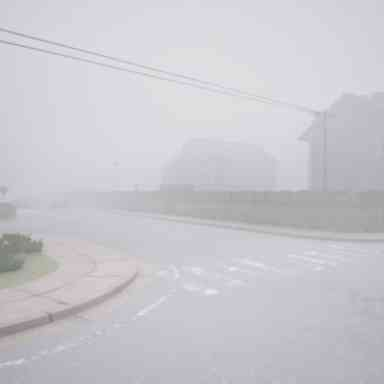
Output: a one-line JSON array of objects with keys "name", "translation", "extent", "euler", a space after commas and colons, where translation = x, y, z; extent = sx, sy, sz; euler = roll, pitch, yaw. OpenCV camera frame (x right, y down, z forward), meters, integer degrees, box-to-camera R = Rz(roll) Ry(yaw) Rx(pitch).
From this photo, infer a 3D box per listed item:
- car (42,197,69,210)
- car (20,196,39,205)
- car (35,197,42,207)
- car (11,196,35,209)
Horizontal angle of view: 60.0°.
[{"name": "car", "translation": [-17.328, 1.480, 42.804], "extent": [2.128, 1.511, 4.902], "euler": [0, 0, -35]}, {"name": "car", "translation": [-28.264, 1.480, 57.895], "extent": [2.128, 1.511, 4.902], "euler": [0, 0, -36]}, {"name": "car", "translation": [-23.649, 1.466, 51.495], "extent": [1.882, 1.535, 5.008], "euler": [0, 0, -36]}, {"name": "car", "translation": [-22.926, 1.484, 44.446], "extent": [2.128, 1.511, 4.902], "euler": [0, 0, -35]}]
